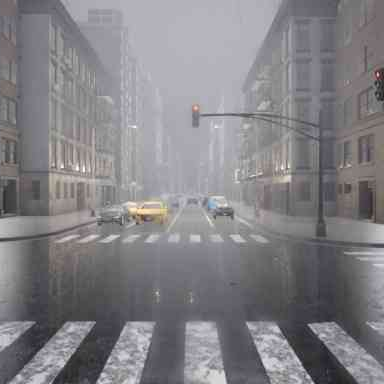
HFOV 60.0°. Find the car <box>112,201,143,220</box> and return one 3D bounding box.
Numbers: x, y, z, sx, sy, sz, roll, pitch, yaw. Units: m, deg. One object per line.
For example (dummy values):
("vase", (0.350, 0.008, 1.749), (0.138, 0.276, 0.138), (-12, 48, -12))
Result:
("car", (-5.414, 1.523, 28.668), (1.752, 1.417, 4.829), (0, 0, 0))

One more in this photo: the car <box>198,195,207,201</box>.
("car", (2.601, 1.539, 82.907), (1.887, 1.381, 4.507), (0, 0, 0))

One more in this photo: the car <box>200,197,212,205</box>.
("car", (2.609, 1.546, 61.282), (2.008, 1.369, 4.403), (0, 0, 0))

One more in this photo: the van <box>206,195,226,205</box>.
("van", (2.619, 1.338, 34.251), (1.690, 1.788, 3.998), (0, 0, 0))

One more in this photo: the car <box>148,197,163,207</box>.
("car", (-5.447, 1.521, 50.293), (1.752, 1.417, 4.829), (0, 0, 0))

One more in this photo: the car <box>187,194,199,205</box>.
("car", (0.063, 1.500, 57.005), (1.837, 1.490, 4.892), (0, 0, 0))

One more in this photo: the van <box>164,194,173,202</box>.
("van", (-5.489, 1.336, 77.494), (1.690, 1.788, 3.998), (0, 0, 0))

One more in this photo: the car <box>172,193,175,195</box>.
("car", (-5.480, 1.310, 72.087), (2.192, 1.841, 5.009), (0, 0, 0))

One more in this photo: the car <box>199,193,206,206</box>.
("car", (2.613, 1.311, 50.469), (2.192, 1.841, 5.009), (0, 0, 0))

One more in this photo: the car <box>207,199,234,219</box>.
("car", (2.621, 1.548, 28.844), (2.008, 1.369, 4.403), (0, 0, 0))

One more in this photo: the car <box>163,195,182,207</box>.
("car", (-2.868, 1.559, 47.023), (1.994, 1.385, 4.181), (0, 0, 0))

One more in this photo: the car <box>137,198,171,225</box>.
("car", (-2.868, 1.475, 24.347), (1.882, 1.535, 5.008), (0, 0, 0))

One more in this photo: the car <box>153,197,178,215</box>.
("car", (-2.867, 1.544, 34.809), (2.033, 1.411, 5.357), (0, 0, 0))

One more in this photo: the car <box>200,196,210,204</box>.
("car", (2.607, 1.521, 66.857), (1.752, 1.417, 4.829), (0, 0, 0))

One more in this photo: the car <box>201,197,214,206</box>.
("car", (2.611, 1.561, 55.876), (1.947, 1.339, 4.313), (0, 0, 0))

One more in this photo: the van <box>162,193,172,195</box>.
("van", (-5.472, 1.336, 66.681), (1.690, 1.788, 3.998), (0, 0, 0))

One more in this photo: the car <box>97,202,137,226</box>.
("car", (-5.405, 1.549, 23.432), (2.008, 1.369, 4.403), (0, 0, 0))

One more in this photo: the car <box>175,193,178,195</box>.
("car", (-5.506, 1.545, 88.307), (2.008, 1.369, 4.403), (0, 0, 0))

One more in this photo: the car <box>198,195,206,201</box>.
("car", (2.599, 1.560, 88.313), (1.947, 1.339, 4.313), (0, 0, 0))

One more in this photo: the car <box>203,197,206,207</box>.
("car", (2.617, 1.578, 39.657), (1.802, 1.307, 4.206), (0, 0, 0))

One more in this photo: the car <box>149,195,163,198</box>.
("car", (-5.439, 1.436, 45.057), (1.967, 1.590, 4.097), (0, 0, 0))
